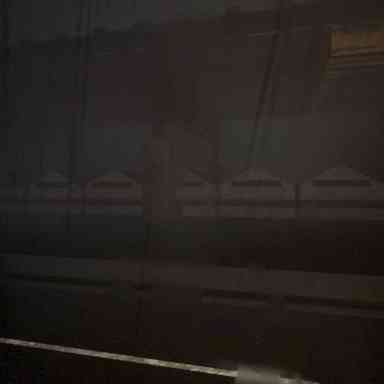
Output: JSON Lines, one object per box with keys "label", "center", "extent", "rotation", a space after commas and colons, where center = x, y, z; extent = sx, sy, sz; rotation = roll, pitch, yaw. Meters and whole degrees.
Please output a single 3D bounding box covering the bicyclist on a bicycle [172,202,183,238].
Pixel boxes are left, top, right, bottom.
{"label": "bicyclist on a bicycle", "center": [-0.702, 1.299, 15.638], "extent": [0.582, 1.620, 1.656], "rotation": [0, 2, -11]}
